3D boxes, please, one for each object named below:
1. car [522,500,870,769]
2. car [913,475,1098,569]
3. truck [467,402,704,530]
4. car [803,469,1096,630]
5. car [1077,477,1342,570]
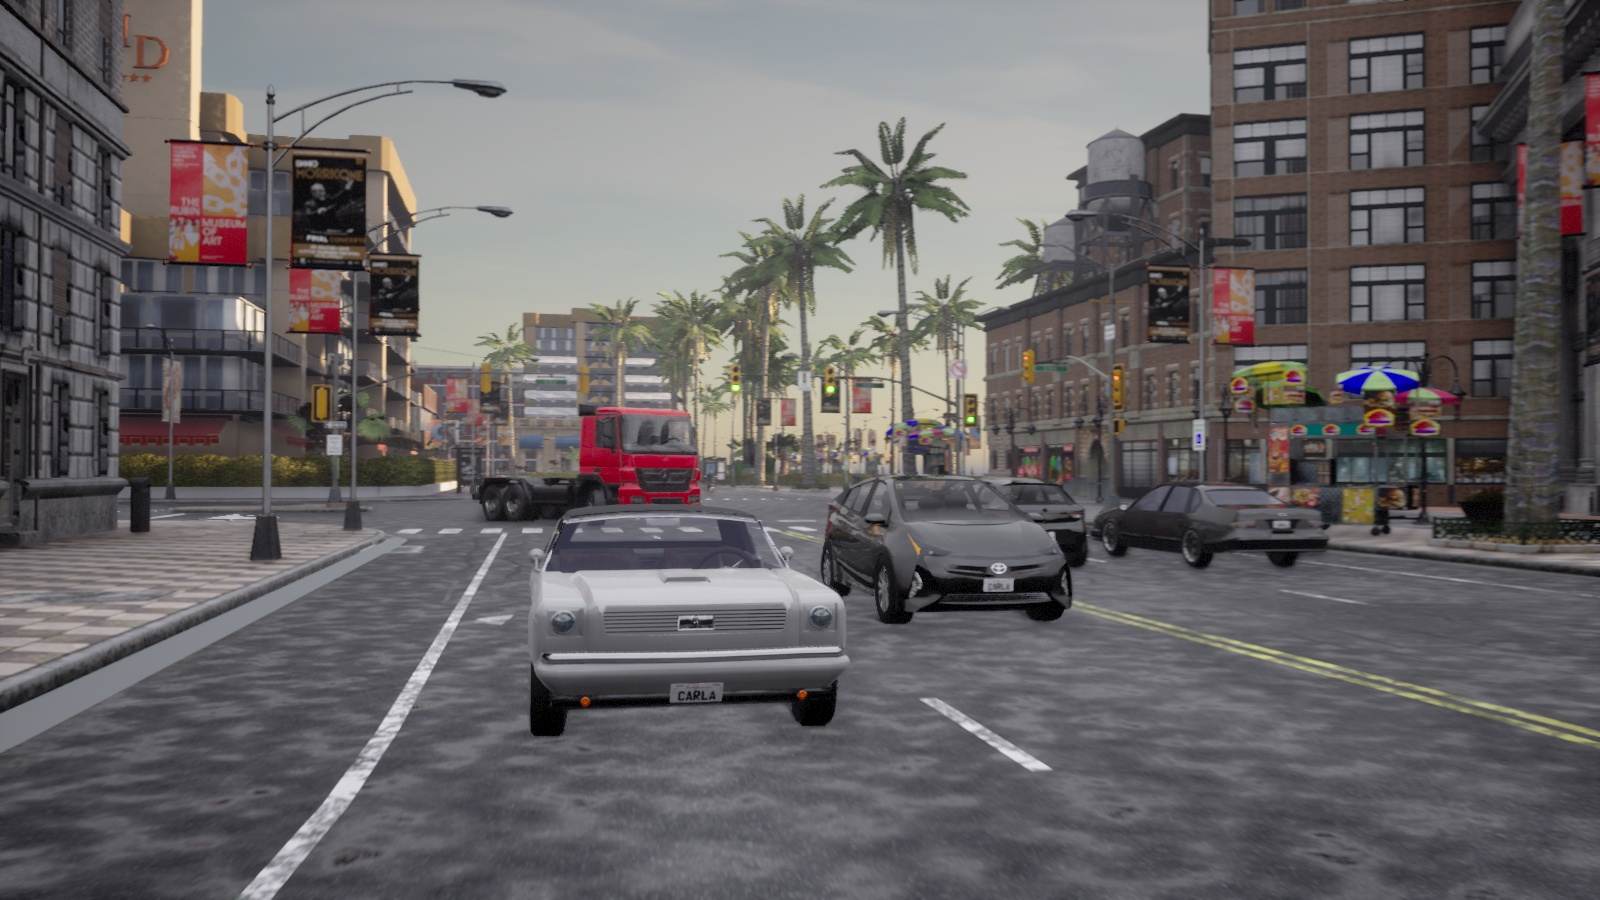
[{"bbox_3d":[-1.010,1.073,9.134,1.895,1.301,4.718,0,-1,-11],"label":"car"},{"bbox_3d":[3.473,1.180,22.053,1.816,1.474,4.193,0,-1,-12],"label":"car"},{"bbox_3d":[-6.619,0.500,37.804,7.936,3.462,2.891,-1,-1,44],"label":"truck"},{"bbox_3d":[1.477,0.996,14.423,2.007,1.525,4.514,0,-1,-12],"label":"car"},{"bbox_3d":[7.013,1.200,22.295,2.033,1.411,5.357,0,-1,-12],"label":"car"}]
